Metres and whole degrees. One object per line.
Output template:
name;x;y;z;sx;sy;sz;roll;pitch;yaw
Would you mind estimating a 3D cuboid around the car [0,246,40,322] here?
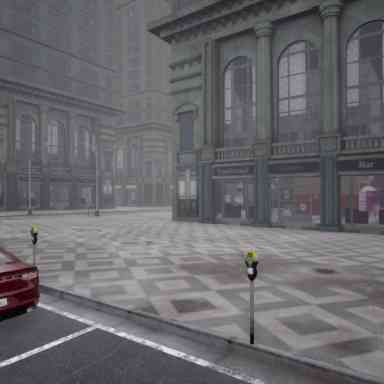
car;-4.713;1.546;6.316;4.507;1.381;1.887;0;0;35
